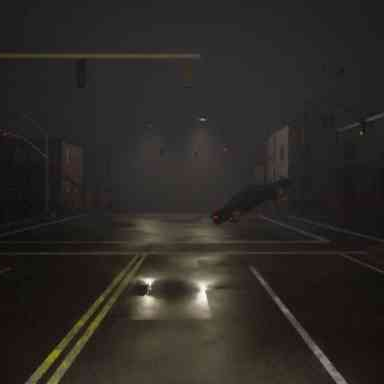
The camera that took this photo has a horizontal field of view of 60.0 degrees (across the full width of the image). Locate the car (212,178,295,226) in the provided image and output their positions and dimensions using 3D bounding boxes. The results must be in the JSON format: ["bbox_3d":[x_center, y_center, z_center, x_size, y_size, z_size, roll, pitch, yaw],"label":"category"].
[{"bbox_3d":[3.575,0.499,20.328,5.357,1.411,2.033,-27,-9,-5],"label":"car"}]
